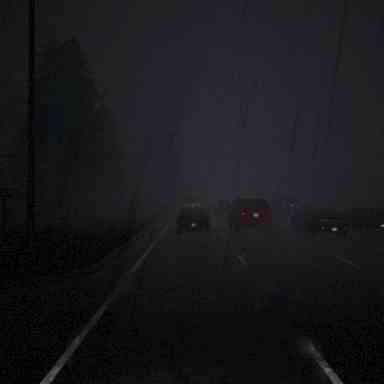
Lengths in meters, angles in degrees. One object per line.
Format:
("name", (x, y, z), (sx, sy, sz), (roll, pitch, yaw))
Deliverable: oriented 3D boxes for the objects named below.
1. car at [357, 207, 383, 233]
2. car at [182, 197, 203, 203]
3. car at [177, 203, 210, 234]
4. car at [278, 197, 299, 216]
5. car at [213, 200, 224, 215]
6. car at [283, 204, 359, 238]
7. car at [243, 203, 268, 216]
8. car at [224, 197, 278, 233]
("car", (10.578, 1.680, 20.904), (2.128, 1.511, 4.902), (0, -1, 0))
("car", (0.061, 1.564, 37.863), (2.150, 2.045, 5.566), (0, -1, 0))
("car", (0.079, 1.664, 20.550), (1.882, 1.535, 5.008), (0, -1, 0))
("car", (10.561, 1.564, 38.004), (2.150, 2.045, 5.566), (0, -1, 0))
("car", (3.560, 1.700, 38.470), (2.097, 1.767, 4.553), (0, -1, 0))
("car", (7.080, 1.663, 18.943), (2.128, 1.511, 4.902), (0, -1, 0))
("car", (7.060, 1.937, 37.258), (1.895, 1.301, 4.718), (0, -1, 0))
("car", (3.578, 1.414, 21.249), (2.150, 2.045, 5.566), (0, -1, 0))
